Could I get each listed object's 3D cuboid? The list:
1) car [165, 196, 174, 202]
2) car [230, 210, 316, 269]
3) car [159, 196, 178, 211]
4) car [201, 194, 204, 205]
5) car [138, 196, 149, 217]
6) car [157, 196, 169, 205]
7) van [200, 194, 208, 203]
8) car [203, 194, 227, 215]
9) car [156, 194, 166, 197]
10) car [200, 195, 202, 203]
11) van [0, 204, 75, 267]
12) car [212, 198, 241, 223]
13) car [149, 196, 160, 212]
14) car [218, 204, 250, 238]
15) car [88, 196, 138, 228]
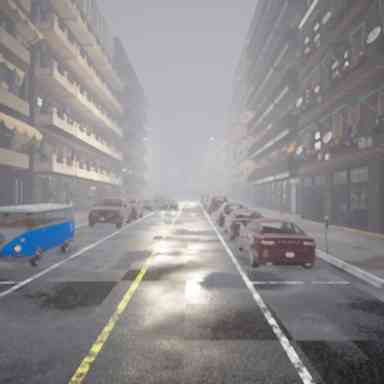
[{"bbox_3d":[-5.255,1.556,77.434,1.802,1.307,4.206,1,0,0],"label":"car"},{"bbox_3d":[2.590,1.521,11.000,1.887,1.381,4.507,1,0,0],"label":"car"},{"bbox_3d":[-2.727,1.519,40.448,1.994,1.385,4.181,0,0,0],"label":"car"},{"bbox_3d":[2.577,1.383,44.186,1.967,1.590,4.097,1,0,0],"label":"car"},{"bbox_3d":[-5.275,1.268,27.656,2.192,1.841,5.009,1,0,0],"label":"car"},{"bbox_3d":[-5.263,1.494,60.840,1.887,1.381,4.507,1,0,0],"label":"car"},{"bbox_3d":[2.593,1.305,71.844,1.690,1.788,3.998,1,0,0],"label":"van"},{"bbox_3d":[2.574,1.262,33.123,2.192,1.841,5.009,1,0,0],"label":"car"},{"bbox_3d":[-5.261,1.260,55.309,2.192,1.841,5.009,1,0,0],"label":"car"},{"bbox_3d":[2.580,1.527,55.249,1.802,1.307,4.206,1,0,0],"label":"car"},{"bbox_3d":[-5.285,1.317,11.065,1.690,1.788,3.998,1,0,0],"label":"van"},{"bbox_3d":[2.606,1.400,22.061,1.967,1.590,4.097,1,0,0],"label":"car"},{"bbox_3d":[-5.275,1.510,38.719,1.947,1.339,4.313,1,0,0],"label":"car"},{"bbox_3d":[2.593,1.512,16.530,1.887,1.381,4.507,1,0,0],"label":"car"},{"bbox_3d":[-5.278,1.275,22.126,2.192,1.841,5.009,1,0,0],"label":"car"}]
